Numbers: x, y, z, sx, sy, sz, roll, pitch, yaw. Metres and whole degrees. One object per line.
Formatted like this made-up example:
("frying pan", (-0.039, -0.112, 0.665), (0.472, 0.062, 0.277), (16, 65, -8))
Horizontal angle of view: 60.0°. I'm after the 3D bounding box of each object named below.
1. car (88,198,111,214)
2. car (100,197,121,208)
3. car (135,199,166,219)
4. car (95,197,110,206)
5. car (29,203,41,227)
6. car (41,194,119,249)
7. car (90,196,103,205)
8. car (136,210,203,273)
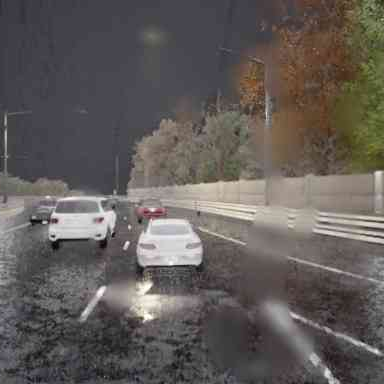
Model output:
("car", (-10.287, 1.498, 36.859), (2.128, 1.511, 4.902), (0, 0, -20))
("car", (-12.292, 1.494, 50.178), (2.128, 1.511, 4.902), (0, 0, -25))
("car", (-3.307, 1.343, 25.863), (2.097, 1.767, 4.553), (0, 0, -13))
("car", (-15.195, 1.534, 56.350), (1.812, 1.442, 4.674), (0, 0, -25))
("car", (-9.796, 1.616, 23.166), (1.895, 1.301, 4.718), (0, 0, -13))
("car", (-4.661, 1.226, 14.878), (2.150, 2.045, 5.566), (0, 0, -8))
("car", (-18.003, 1.542, 62.559), (1.812, 1.442, 4.674), (0, 0, -21))
("car", (-0.739, 1.520, 10.603), (1.812, 1.442, 4.674), (0, 0, -5))
